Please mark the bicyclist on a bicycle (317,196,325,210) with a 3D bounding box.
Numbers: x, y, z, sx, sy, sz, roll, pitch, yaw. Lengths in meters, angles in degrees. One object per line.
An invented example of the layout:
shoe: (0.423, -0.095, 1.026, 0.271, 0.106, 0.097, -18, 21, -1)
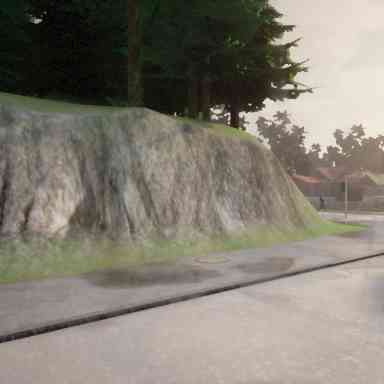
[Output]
bicyclist on a bicycle: (15.552, 1.344, 39.986, 1.656, 1.620, 0.582, 0, 0, -36)
